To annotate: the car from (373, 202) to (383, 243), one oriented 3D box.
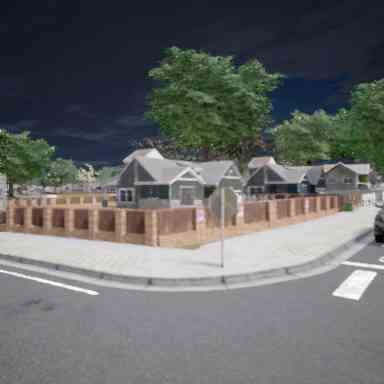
[{"bbox_3d":[9.311,1.001,14.177,2.150,2.045,5.566,0,1,37],"label":"car"}]
